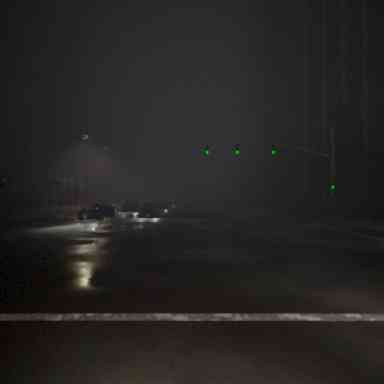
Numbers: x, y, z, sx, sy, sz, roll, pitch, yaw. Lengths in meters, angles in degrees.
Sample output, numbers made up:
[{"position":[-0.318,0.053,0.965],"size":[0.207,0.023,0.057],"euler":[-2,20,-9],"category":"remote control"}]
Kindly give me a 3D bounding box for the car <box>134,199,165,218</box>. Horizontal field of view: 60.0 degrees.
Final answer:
[{"position":[-4.132,1.731,33.044],"size":[2.033,1.411,5.357],"euler":[0,0,-2],"category":"car"}]

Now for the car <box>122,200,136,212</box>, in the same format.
[{"position":[-7.772,1.763,42.712],"size":[1.812,1.442,4.674],"euler":[0,0,-1],"category":"car"}]

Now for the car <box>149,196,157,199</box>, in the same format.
[{"position":[-7.853,1.877,59.325],"size":[2.033,1.411,5.357],"euler":[0,0,-1],"category":"car"}]

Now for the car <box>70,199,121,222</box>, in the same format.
[{"position":[-8.024,1.649,28.347],"size":[2.128,1.511,4.902],"euler":[0,0,7],"category":"car"}]

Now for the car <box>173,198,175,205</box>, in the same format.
[{"position":[-4.450,1.731,66.514],"size":[2.097,1.767,4.553],"euler":[0,0,0],"category":"car"}]

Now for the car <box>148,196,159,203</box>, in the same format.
[{"position":[-7.966,1.552,69.331],"size":[1.994,1.385,4.181],"euler":[0,0,-1],"category":"car"}]

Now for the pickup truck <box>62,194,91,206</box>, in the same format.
[{"position":[-20.984,1.391,59.808],"size":[2.390,2.098,6.274],"euler":[0,0,30],"category":"pickup truck"}]

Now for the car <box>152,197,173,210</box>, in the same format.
[{"position":[-4.340,1.818,49.046],"size":[2.033,1.411,5.357],"euler":[0,0,-1],"category":"car"}]
